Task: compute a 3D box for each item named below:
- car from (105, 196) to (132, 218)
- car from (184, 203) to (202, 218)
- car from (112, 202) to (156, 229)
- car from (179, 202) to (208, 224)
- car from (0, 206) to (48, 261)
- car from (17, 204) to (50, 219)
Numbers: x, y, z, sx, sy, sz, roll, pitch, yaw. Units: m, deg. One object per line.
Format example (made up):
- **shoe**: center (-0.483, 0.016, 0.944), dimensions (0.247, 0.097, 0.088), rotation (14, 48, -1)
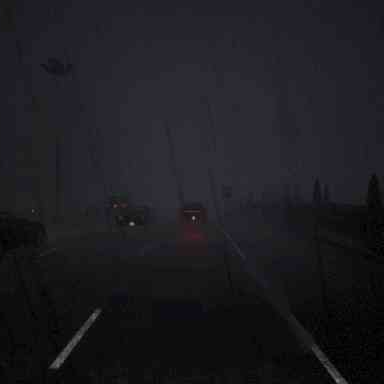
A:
- **car**: center (-6.892, 1.532, 32.621), dimensions (2.150, 2.045, 5.566), rotation (0, -3, 0)
- **car**: center (0.110, 2.391, 41.986), dimensions (2.097, 1.767, 4.553), rotation (0, -6, 0)
- **car**: center (-3.396, 1.524, 21.010), dimensions (1.895, 1.301, 4.718), rotation (0, -1, 0)
- **car**: center (0.105, 1.477, 24.056), dimensions (1.837, 1.490, 4.892), rotation (0, -1, 0)
- **car**: center (-6.898, 1.434, 11.738), dimensions (2.128, 1.511, 4.902), rotation (0, 0, 0)
- **car**: center (-21.019, 2.635, 44.347), dimensions (2.097, 1.767, 4.553), rotation (0, -6, 1)
